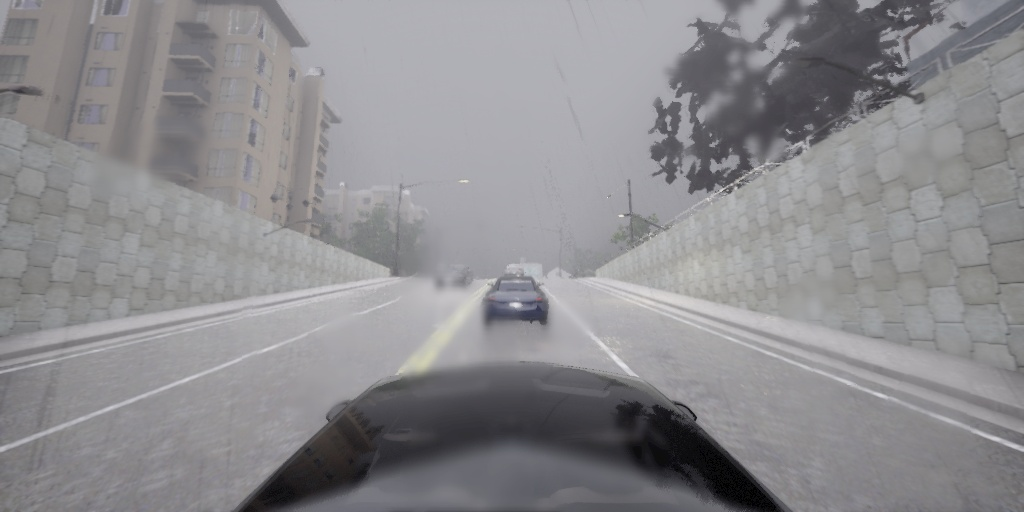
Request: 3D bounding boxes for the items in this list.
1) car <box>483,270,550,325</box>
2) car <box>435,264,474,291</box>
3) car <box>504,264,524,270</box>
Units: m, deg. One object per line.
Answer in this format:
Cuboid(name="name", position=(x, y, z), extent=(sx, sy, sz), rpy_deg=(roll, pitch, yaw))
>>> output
Cuboid(name="car", position=(0.128, 1.328, 11.862), extent=(1.994, 1.385, 4.181), rpy_deg=(0, 0, 0))
Cuboid(name="car", position=(-3.519, 1.272, 22.496), extent=(2.128, 1.511, 4.902), rpy_deg=(0, 0, 0))
Cuboid(name="car", position=(0.197, 1.576, 34.770), extent=(1.812, 1.442, 4.674), rpy_deg=(0, -6, 0))
